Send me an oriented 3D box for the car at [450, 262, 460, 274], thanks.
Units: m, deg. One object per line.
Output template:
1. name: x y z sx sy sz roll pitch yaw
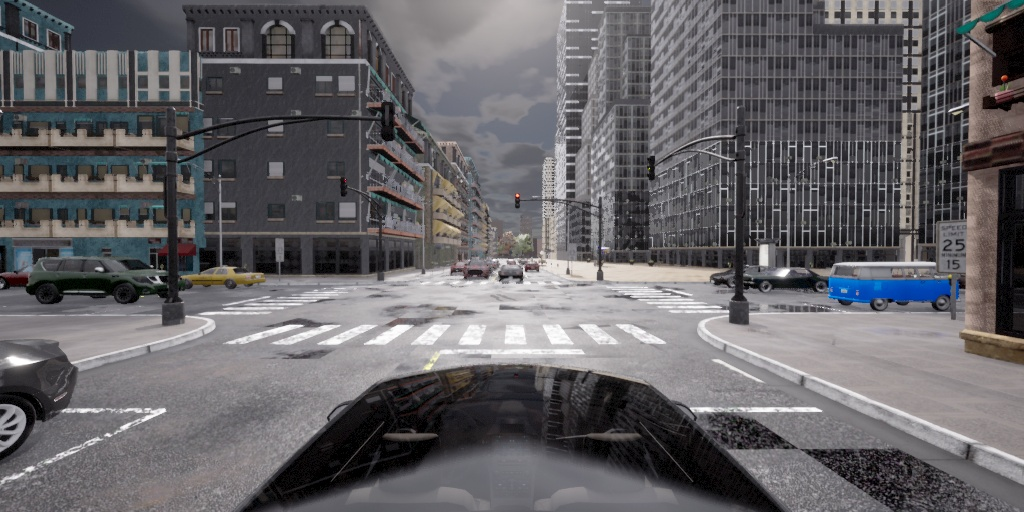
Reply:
1. car: -5.804 1.289 40.189 1.888 1.381 4.507 0 0 0

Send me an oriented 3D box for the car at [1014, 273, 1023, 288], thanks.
1. car: 24.592 1.218 19.663 5.357 1.411 2.033 0 1 0

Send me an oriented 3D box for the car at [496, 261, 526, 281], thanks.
1. car: -0.037 1.346 29.573 1.895 1.301 4.718 0 0 2

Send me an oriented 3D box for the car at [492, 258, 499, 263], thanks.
1. car: -3.241 1.345 51.564 1.895 1.301 4.718 0 0 0

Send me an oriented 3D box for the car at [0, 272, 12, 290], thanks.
1. car: -28.839 1.189 22.019 4.097 1.591 1.967 0 0 0

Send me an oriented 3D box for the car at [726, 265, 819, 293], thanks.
1. car: 14.804 1.289 19.621 4.718 1.301 1.895 0 1 0

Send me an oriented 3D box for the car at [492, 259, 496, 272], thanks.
1. car: -3.214 1.345 41.501 1.895 1.301 4.718 0 0 0

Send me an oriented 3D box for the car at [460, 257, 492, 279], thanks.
1. car: -3.165 1.097 32.472 2.097 1.767 4.553 0 0 -1

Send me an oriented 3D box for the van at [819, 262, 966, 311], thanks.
1. van: 14.655 1.117 13.840 3.998 1.789 1.690 0 0 0

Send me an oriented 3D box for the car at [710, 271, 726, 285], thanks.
1. car: 14.617 1.215 22.220 4.313 1.339 1.948 0 0 0

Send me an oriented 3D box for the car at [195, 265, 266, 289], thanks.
1. car: -17.941 1.246 22.069 4.829 1.417 1.751 0 0 0

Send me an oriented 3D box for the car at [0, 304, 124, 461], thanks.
1. car: -5.690 1.300 2.123 2.007 1.370 4.403 0 0 0

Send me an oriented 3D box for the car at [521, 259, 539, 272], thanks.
1. car: 2.527 1.289 45.920 1.888 1.381 4.507 0 0 0

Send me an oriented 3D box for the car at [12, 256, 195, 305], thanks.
1. car: -18.258 1.032 16.260 5.566 2.045 2.150 0 1 0
